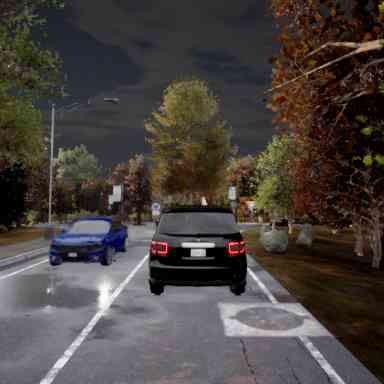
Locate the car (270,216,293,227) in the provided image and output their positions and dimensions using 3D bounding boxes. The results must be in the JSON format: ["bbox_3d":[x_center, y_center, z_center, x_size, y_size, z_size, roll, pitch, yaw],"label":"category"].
[{"bbox_3d":[11.713,3.870,43.457,2.033,1.411,5.357,-3,-5,31],"label":"car"}]

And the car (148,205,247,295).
[{"bbox_3d":[0.118,1.360,9.212,2.150,2.045,5.566,0,-2,0],"label":"car"}]

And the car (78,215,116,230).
[{"bbox_3d":[-10.047,3.194,34.970,1.812,1.442,4.674,4,-6,-43],"label":"car"}]

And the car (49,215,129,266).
[{"bbox_3d":[-3.656,1.721,12.580,1.882,1.535,5.008,0,-2,-1],"label":"car"}]

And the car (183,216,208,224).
[{"bbox_3d":[0.741,5.604,67.009,4.674,1.442,1.812,0,-4,14],"label":"car"}]

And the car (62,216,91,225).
[{"bbox_3d":[-19.011,4.713,55.149,2.128,1.511,4.902,-2,-5,16],"label":"car"}]
